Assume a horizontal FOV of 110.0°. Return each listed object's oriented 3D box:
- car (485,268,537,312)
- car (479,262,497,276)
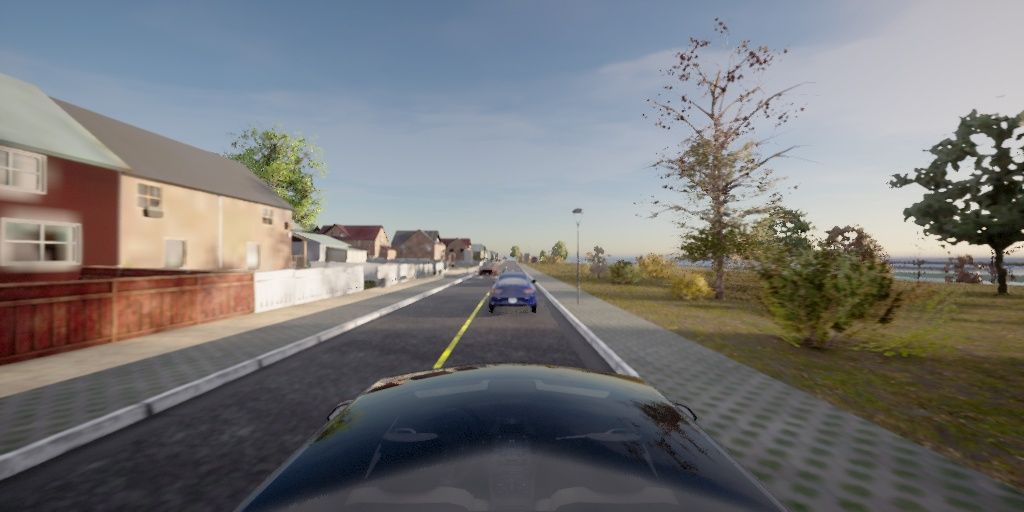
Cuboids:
[{"bbox_3d":[0.050,1.398,14.837,1.812,1.442,4.674,0,0,1],"label":"car"},{"bbox_3d":[-2.793,1.488,43.022,2.097,1.767,4.553,0,0,1],"label":"car"}]
